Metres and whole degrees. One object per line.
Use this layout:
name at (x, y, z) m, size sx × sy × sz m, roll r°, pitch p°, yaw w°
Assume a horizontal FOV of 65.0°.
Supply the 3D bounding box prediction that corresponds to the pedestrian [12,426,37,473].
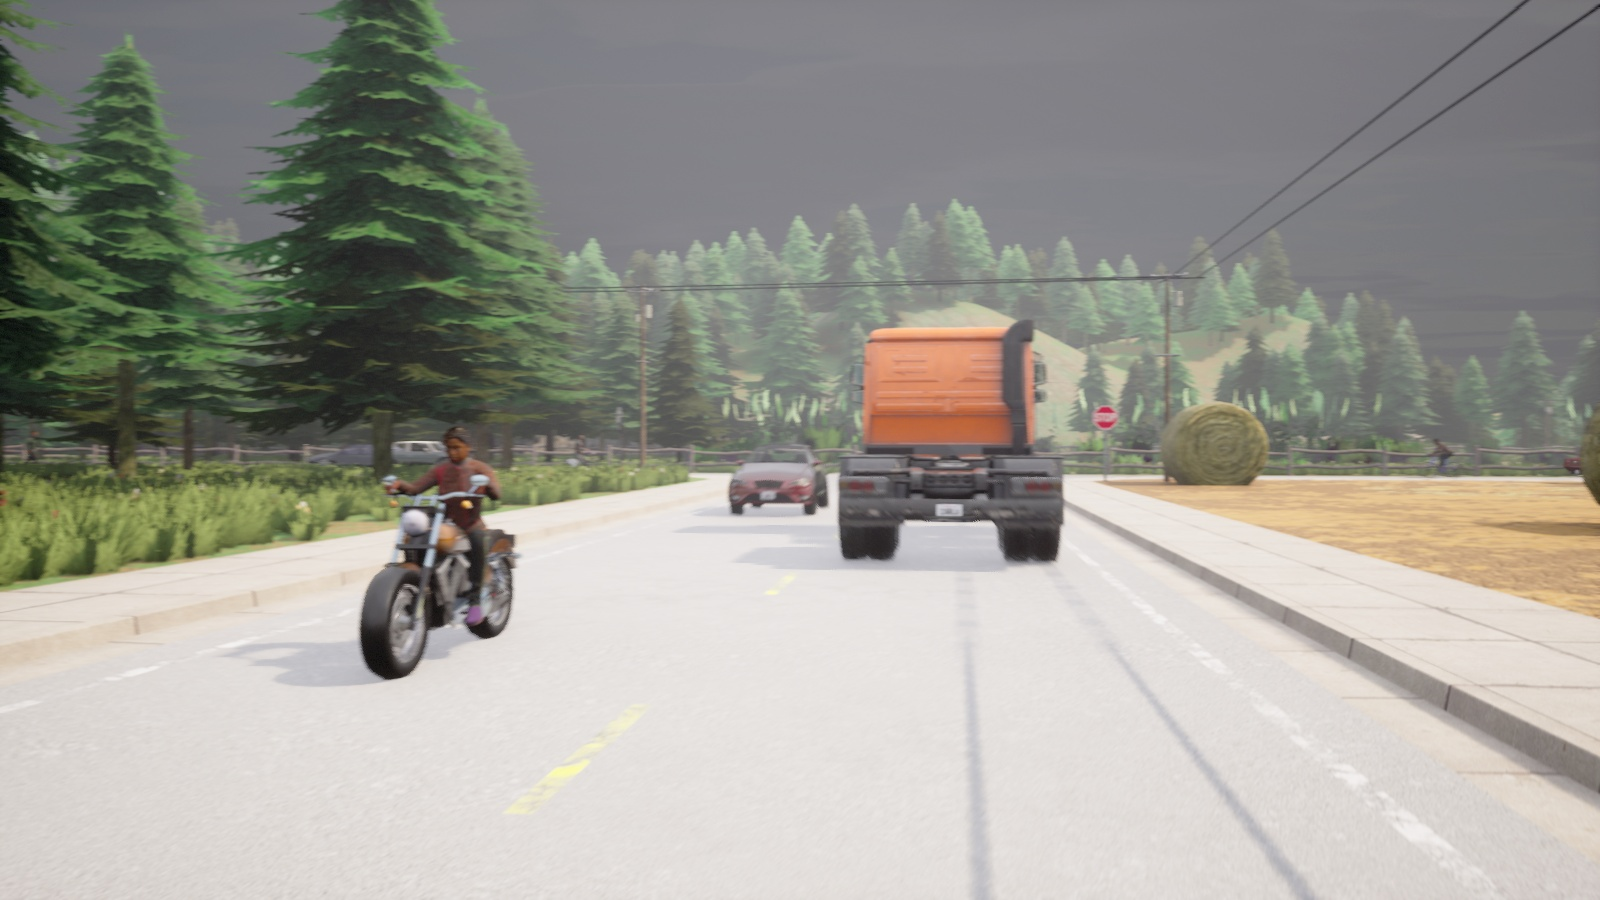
pedestrian at (-32.157, -0.009, 52.047) m, size 0.788 × 1.949 × 0.423 m, roll 0°, pitch 0°, yaw 5°

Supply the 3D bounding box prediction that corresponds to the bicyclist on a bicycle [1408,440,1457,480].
bicyclist on a bicycle at (25.544, 0.406, 50.730) m, size 1.656 × 1.620 × 0.582 m, roll 0°, pitch 0°, yaw 9°

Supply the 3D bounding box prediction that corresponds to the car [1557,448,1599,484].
car at (30.883, 0.592, 46.323) m, size 4.718 × 1.301 × 1.895 m, roll 0°, pitch 0°, yaw 9°

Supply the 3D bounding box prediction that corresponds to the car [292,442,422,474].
car at (-20.428, 0.358, 58.010) m, size 5.357 × 1.411 × 2.033 m, roll 0°, pitch 0°, yaw 8°

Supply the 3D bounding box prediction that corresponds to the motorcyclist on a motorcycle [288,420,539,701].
motorcyclist on a motorcycle at (-2.524, 0.638, 8.578) m, size 0.766 × 1.649 × 2.350 m, roll 0°, pitch 1°, yaw 6°

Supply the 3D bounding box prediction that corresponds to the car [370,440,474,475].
car at (-16.196, 0.309, 53.861) m, size 3.806 × 1.475 × 1.970 m, roll 0°, pitch 0°, yaw 9°

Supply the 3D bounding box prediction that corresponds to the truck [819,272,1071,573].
truck at (2.105, -0.345, 18.539) m, size 2.891 × 3.462 × 7.936 m, roll 0°, pitch 0°, yaw 6°

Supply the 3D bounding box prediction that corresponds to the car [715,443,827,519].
car at (-0.529, 0.595, 26.566) m, size 1.816 × 1.474 × 4.193 m, roll 0°, pitch 0°, yaw 6°
